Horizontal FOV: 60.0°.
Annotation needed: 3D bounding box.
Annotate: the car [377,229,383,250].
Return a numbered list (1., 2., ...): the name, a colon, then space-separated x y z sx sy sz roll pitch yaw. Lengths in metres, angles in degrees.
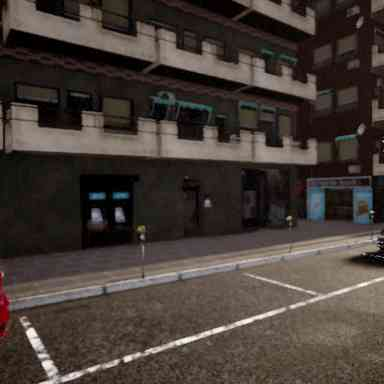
1. car: 8.870 1.544 12.904 4.403 1.369 2.008 0 -1 -35

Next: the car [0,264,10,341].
1. car: -4.624 1.317 3.284 5.009 1.841 2.192 0 -1 -35
